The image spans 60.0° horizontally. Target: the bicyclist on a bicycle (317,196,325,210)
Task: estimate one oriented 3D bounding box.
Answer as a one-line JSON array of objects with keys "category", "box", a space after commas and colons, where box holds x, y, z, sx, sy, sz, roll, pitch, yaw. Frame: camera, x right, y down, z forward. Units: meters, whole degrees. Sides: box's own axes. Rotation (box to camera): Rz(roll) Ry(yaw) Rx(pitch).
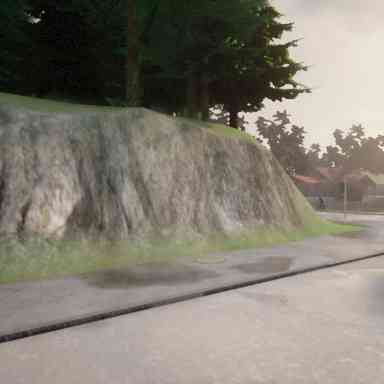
[{"category": "bicyclist on a bicycle", "box": [15.462, 1.344, 39.963, 1.656, 1.620, 0.582, 0, 0, -36]}]
